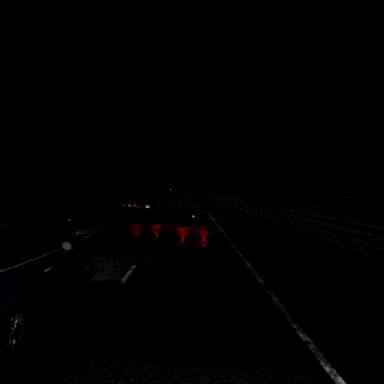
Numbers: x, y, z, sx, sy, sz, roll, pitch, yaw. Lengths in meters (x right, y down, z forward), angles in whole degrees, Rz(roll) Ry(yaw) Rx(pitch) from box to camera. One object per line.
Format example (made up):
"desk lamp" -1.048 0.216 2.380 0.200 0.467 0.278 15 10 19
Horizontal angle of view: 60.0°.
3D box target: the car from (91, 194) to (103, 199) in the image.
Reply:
"car" -21.011 1.105 73.970 1.882 1.535 5.008 0 0 0

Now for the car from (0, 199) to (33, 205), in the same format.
"car" -17.601 1.510 33.520 2.128 1.511 4.902 0 0 0

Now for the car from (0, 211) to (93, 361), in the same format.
"car" -3.401 1.358 6.096 2.097 1.767 4.553 0 0 0

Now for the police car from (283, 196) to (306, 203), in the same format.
"police car" 17.883 1.109 58.439 1.930 1.638 5.238 0 -2 -17

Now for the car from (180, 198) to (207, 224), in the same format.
"car" 0.096 1.494 25.010 1.882 1.535 5.008 0 0 0

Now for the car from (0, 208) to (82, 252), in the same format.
"car" -6.902 1.560 15.166 2.033 1.411 5.357 0 0 0

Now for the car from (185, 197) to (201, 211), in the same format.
"car" 0.093 1.495 42.705 1.882 1.535 5.008 0 0 0

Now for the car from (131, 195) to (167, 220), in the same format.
"car" -3.417 1.239 28.204 2.150 2.045 5.566 0 0 0

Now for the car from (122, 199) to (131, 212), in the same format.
"car" -6.906 1.565 39.416 2.033 1.411 5.357 0 0 0
